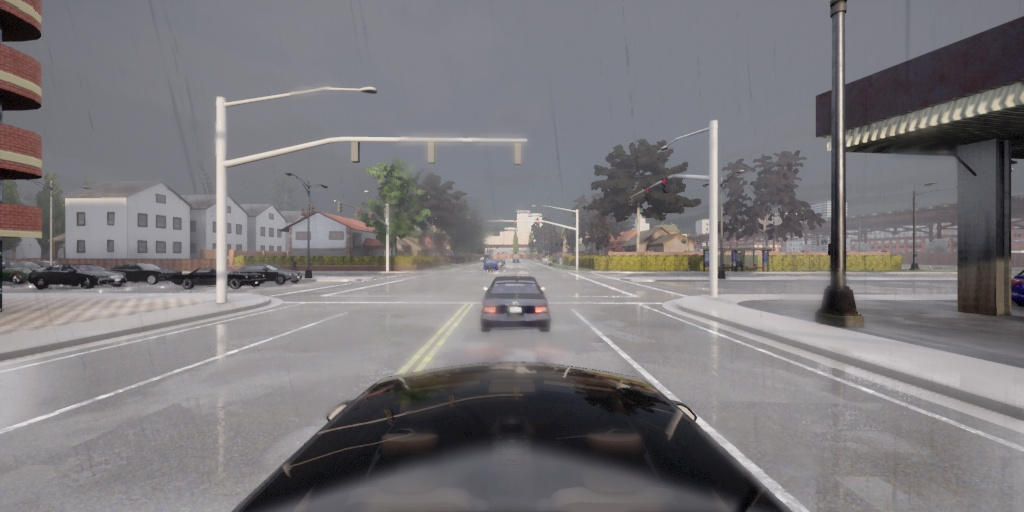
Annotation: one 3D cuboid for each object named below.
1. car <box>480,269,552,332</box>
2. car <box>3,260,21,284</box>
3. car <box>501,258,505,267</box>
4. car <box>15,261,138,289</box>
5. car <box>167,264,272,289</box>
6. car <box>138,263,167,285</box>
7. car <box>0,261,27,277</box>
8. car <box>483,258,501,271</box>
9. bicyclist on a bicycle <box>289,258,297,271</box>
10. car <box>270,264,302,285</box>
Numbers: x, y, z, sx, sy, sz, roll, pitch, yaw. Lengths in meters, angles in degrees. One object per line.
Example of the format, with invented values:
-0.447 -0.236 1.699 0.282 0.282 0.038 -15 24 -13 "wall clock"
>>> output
0.087 1.297 10.812 2.033 1.411 5.357 0 0 0 "car"
-36.054 1.102 26.133 4.553 1.767 2.097 0 0 1 "car"
-2.735 1.350 61.970 1.895 1.301 4.718 0 0 1 "car"
-27.124 1.241 22.489 4.902 1.511 2.128 0 0 1 "car"
-18.092 1.351 22.331 4.718 1.301 1.895 0 0 1 "car"
-26.769 1.227 25.982 5.008 1.535 1.882 0 0 1 "car"
-50.280 1.254 34.493 4.892 1.490 1.837 0 0 2 "car"
-2.856 1.227 48.947 1.882 1.535 5.008 0 0 1 "car"
-26.522 1.050 43.463 0.582 1.620 1.656 0 0 1 "bicyclist on a bicycle"
-17.707 1.275 25.858 4.674 1.442 1.812 0 0 1 "car"
